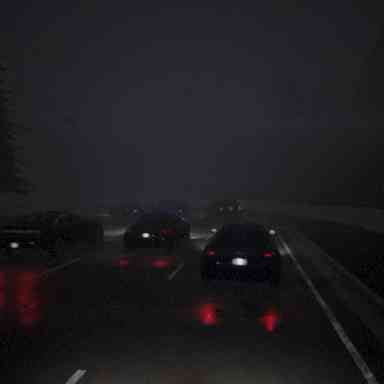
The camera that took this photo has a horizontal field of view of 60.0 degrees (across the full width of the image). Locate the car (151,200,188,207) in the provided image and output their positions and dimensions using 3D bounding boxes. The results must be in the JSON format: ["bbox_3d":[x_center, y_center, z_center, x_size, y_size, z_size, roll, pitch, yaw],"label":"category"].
[{"bbox_3d":[-2.146,1.434,30.011,1.882,1.535,5.008,1,0,-29],"label":"car"}]

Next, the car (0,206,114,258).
[{"bbox_3d":[-5.099,1.454,12.750,2.128,1.511,4.902,0,0,10],"label":"car"}]

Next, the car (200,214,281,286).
[{"bbox_3d":[1.439,1.559,9.566,1.994,1.385,4.181,0,0,10],"label":"car"}]

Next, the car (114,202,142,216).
[{"bbox_3d":[-5.698,1.507,28.775,1.994,1.385,4.181,1,0,-33],"label":"car"}]

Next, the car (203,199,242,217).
[{"bbox_3d":[2.478,1.331,27.858,2.097,1.767,4.553,0,0,-15],"label":"car"}]

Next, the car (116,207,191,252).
[{"bbox_3d":[-1.315,1.542,14.013,1.994,1.385,4.181,0,0,10],"label":"car"}]
